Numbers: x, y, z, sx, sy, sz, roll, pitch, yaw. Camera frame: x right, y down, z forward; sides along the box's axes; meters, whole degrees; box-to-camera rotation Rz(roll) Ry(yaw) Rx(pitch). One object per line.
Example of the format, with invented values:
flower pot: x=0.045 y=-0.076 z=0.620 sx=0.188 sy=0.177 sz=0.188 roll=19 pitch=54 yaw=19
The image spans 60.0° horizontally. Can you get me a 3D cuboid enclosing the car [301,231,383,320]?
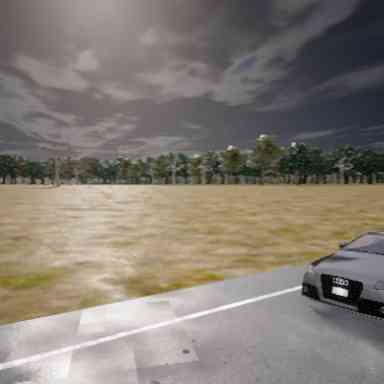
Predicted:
car: x=4.225 y=1.564 z=7.004 sx=4.181 sy=1.385 sz=1.994 roll=0 pitch=0 yaw=-35
